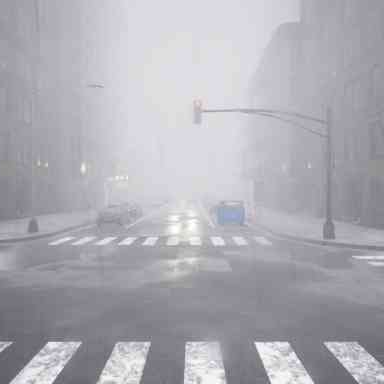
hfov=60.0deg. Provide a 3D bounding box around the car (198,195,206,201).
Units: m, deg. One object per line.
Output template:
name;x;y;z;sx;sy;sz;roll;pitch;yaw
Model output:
car;2.623;1.531;85.691;1.947;1.339;4.313;0;0;0

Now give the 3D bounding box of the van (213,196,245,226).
van;2.633;1.340;23.197;1.690;1.788;3.998;0;0;0

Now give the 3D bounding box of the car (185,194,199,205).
car;0.093;1.512;57.276;1.812;1.442;4.674;0;0;0

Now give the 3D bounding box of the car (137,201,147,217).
car;-5.393;1.543;28.868;1.887;1.381;4.507;0;0;0

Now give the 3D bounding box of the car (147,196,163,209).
car;-5.396;1.520;45.744;1.752;1.417;4.829;0;0;0

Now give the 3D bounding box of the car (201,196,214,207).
car;2.629;1.576;45.922;1.802;1.307;4.206;0;0;0

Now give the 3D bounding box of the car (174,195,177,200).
car;-5.401;1.410;80.005;1.967;1.590;4.097;0;0;0

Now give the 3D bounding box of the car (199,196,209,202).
car;2.625;1.524;74.328;2.008;1.369;4.403;0;0;0

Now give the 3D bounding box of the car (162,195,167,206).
car;-5.397;1.556;51.596;1.947;1.339;4.313;0;0;0

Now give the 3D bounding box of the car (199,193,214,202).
car;2.629;1.305;51.603;2.192;1.841;5.009;0;0;0

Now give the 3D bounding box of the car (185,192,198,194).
car;0.083;1.331;67.106;2.097;1.767;4.553;0;0;-2

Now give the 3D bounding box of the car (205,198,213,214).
car;2.631;1.580;34.559;1.802;1.307;4.206;0;0;0

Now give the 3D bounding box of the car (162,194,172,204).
car;-5.399;1.548;62.960;1.947;1.339;4.313;0;0;0

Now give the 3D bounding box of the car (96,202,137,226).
car;-5.392;1.550;23.187;2.008;1.369;4.403;0;0;0

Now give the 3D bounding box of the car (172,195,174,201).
car;-5.400;1.293;68.641;2.192;1.841;5.009;0;0;0
